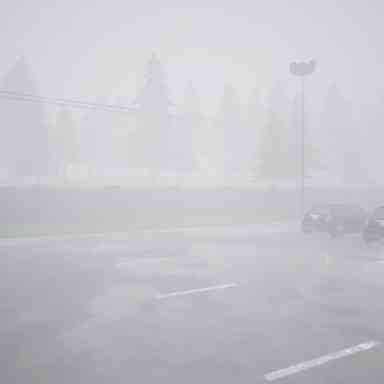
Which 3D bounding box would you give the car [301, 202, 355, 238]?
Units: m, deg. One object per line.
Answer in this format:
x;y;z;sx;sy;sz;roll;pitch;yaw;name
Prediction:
7.915;1.304;17.306;4.553;1.767;2.097;0;0;-27;car

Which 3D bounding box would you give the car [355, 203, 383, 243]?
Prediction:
9.509;1.310;14.187;4.553;1.767;2.097;0;0;-27;car
